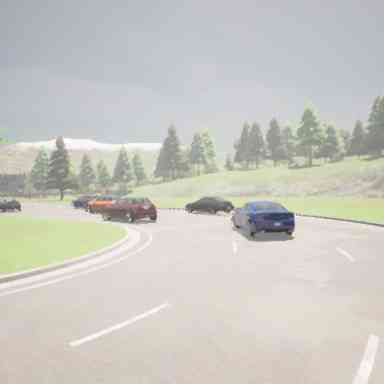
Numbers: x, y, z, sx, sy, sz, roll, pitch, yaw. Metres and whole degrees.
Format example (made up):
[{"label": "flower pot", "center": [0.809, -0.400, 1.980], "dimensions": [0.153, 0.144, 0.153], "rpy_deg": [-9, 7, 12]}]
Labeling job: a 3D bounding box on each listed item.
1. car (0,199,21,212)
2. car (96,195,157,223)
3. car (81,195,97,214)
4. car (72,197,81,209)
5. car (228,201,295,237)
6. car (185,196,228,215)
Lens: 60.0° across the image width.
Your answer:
[{"label": "car", "center": [-22.044, 1.554, 39.998], "dimensions": [2.128, 1.511, 4.902], "rpy_deg": [-2, 1, -42]}, {"label": "car", "center": [-4.550, 1.152, 23.764], "dimensions": [2.097, 1.767, 4.553], "rpy_deg": [-3, 1, -44]}, {"label": "car", "center": [-8.111, 1.144, 31.526], "dimensions": [4.553, 1.767, 2.097], "rpy_deg": [-1, 1, 40]}, {"label": "car", "center": [-12.803, 1.150, 40.554], "dimensions": [4.553, 1.767, 2.097], "rpy_deg": [-1, 1, 44]}, {"label": "car", "center": [3.308, 1.163, 16.222], "dimensions": [1.882, 1.535, 5.008], "rpy_deg": [-1, 1, -5]}, {"label": "car", "center": [1.402, 1.102, 27.847], "dimensions": [1.812, 1.442, 4.674], "rpy_deg": [-2, 1, -41]}]
